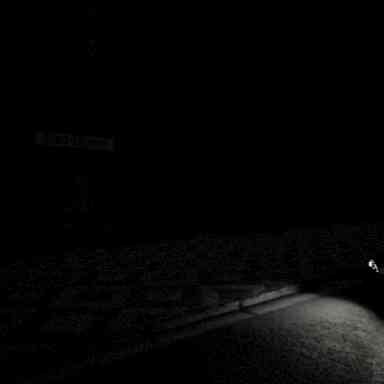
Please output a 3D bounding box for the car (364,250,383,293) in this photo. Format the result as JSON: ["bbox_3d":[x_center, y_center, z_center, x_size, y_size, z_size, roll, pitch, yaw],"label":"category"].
[{"bbox_3d":[5.768,1.457,7.488,4.674,1.442,1.812,-1,0,-35],"label":"car"}]
